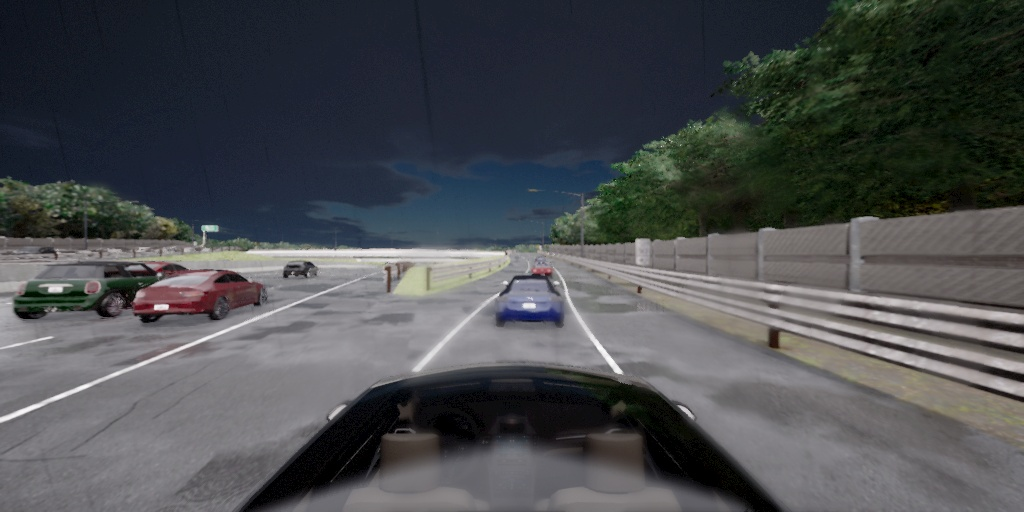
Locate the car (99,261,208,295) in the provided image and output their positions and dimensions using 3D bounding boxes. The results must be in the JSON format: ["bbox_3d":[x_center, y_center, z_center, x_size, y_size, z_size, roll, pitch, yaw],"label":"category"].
[{"bbox_3d":[-18.868,1.068,19.268,1.882,1.535,5.008,0,0,-15],"label":"car"}]

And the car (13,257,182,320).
[{"bbox_3d":[-13.393,0.967,12.157,2.097,1.767,4.553,0,0,-15],"label":"car"}]

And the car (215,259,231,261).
[{"bbox_3d":[-36.683,1.192,45.312,1.882,1.535,5.008,0,-1,-14],"label":"car"}]

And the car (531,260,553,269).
[{"bbox_3d":[2.737,1.254,32.133,1.895,1.301,4.718,0,0,6],"label":"car"}]

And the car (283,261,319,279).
[{"bbox_3d":[-18.453,1.160,31.529,1.837,1.490,4.892,0,0,-15],"label":"car"}]

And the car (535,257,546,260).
[{"bbox_3d":[4.308,0.855,53.924,2.033,1.411,5.357,0,1,3],"label":"car"}]

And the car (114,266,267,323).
[{"bbox_3d":[-9.727,1.165,11.571,1.812,1.442,4.674,0,0,-15],"label":"car"}]

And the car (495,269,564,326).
[{"bbox_3d":[0.601,1.294,11.582,1.994,1.385,4.181,0,0,4],"label":"car"}]
